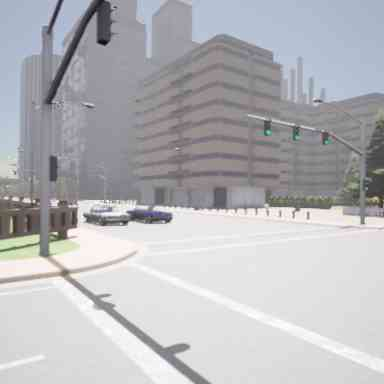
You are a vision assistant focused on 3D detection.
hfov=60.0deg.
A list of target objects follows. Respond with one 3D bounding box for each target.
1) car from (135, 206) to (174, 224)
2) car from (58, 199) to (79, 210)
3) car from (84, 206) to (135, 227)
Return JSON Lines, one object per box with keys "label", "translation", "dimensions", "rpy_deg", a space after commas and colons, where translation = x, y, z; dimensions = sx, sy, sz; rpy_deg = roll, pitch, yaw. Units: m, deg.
{"label": "car", "translation": [-3.371, 1.764, 26.261], "dimensions": [1.895, 1.301, 4.718], "rpy_deg": [1, -1, -35]}
{"label": "car", "translation": [-16.804, 1.672, 45.182], "dimensions": [1.837, 1.490, 4.892], "rpy_deg": [1, -1, -35]}
{"label": "car", "translation": [-6.224, 1.718, 24.235], "dimensions": [1.895, 1.301, 4.718], "rpy_deg": [1, -1, -35]}
